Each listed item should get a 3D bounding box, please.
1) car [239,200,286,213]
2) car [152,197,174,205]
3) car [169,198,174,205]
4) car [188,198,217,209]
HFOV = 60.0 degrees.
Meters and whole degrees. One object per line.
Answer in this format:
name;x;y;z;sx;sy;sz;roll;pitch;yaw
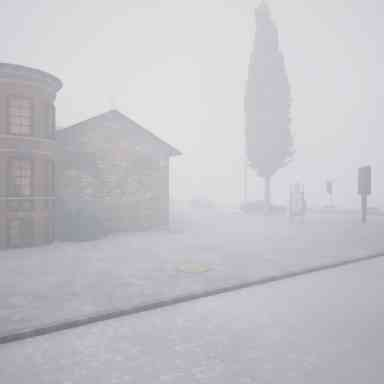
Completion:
car;7.437;1.547;35.842;2.033;1.411;5.357;0;0;-36
car;-5.334;1.601;60.937;1.895;1.301;4.718;0;0;-35
car;-5.323;1.505;53.772;1.837;1.490;4.892;0;0;-35
car;1.380;1.491;44.329;2.128;1.511;4.902;0;0;-35
